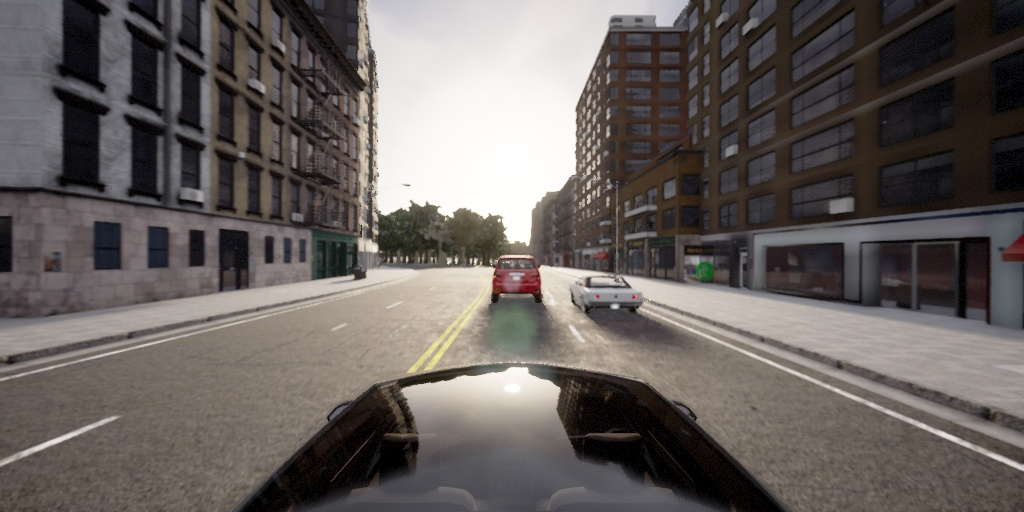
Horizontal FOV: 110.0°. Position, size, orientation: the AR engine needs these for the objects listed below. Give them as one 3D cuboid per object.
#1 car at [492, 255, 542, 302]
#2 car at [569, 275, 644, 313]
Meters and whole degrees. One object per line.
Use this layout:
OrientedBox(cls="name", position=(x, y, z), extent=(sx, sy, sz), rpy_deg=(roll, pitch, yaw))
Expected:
OrientedBox(cls="car", position=(0.213, 0.993, 17.340), extent=(2.150, 2.045, 5.566), rpy_deg=(0, 0, 0))
OrientedBox(cls="car", position=(3.430, 1.381, 14.063), extent=(1.895, 1.301, 4.718), rpy_deg=(0, 0, 1))
